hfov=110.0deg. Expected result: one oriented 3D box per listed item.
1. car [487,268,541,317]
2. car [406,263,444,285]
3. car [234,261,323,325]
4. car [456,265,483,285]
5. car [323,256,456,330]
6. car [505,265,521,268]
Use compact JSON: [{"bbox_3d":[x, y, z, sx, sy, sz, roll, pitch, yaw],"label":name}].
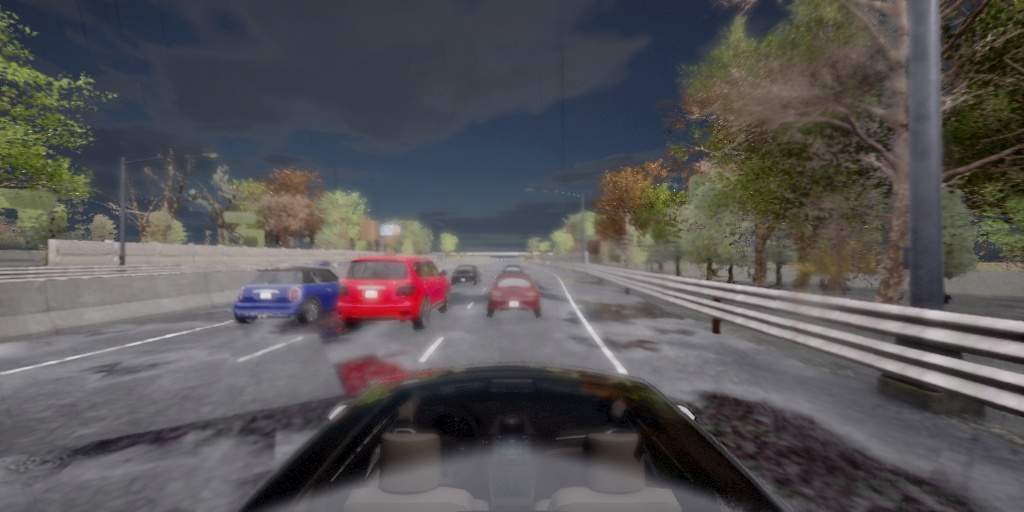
[{"bbox_3d":[0.077,1.346,13.494,1.812,1.442,4.674,0,0,0],"label":"car"},{"bbox_3d":[-6.919,1.397,29.170,1.882,1.535,5.008,0,0,0],"label":"car"},{"bbox_3d":[-6.929,1.164,12.255,2.097,1.767,4.553,0,0,0],"label":"car"},{"bbox_3d":[-3.424,1.416,27.644,1.837,1.490,4.892,0,0,0],"label":"car"},{"bbox_3d":[-3.434,1.032,11.487,2.150,2.045,5.566,0,0,0],"label":"car"},{"bbox_3d":[0.079,1.441,28.566,1.812,1.442,4.674,0,0,0],"label":"car"}]
